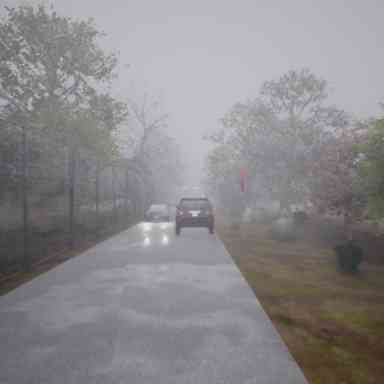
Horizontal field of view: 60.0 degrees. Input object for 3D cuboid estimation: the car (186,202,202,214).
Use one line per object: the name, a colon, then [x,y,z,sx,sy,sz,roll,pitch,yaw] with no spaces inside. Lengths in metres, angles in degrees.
car: [0.227,2.001,42.795,1.895,1.301,4.718,0,-1,0]

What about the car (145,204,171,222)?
car: [-2.795,1.730,28.267,1.812,1.442,4.674,0,-1,0]

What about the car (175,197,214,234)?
car: [0.150,1.322,20.144,2.150,2.045,5.566,0,-1,0]
